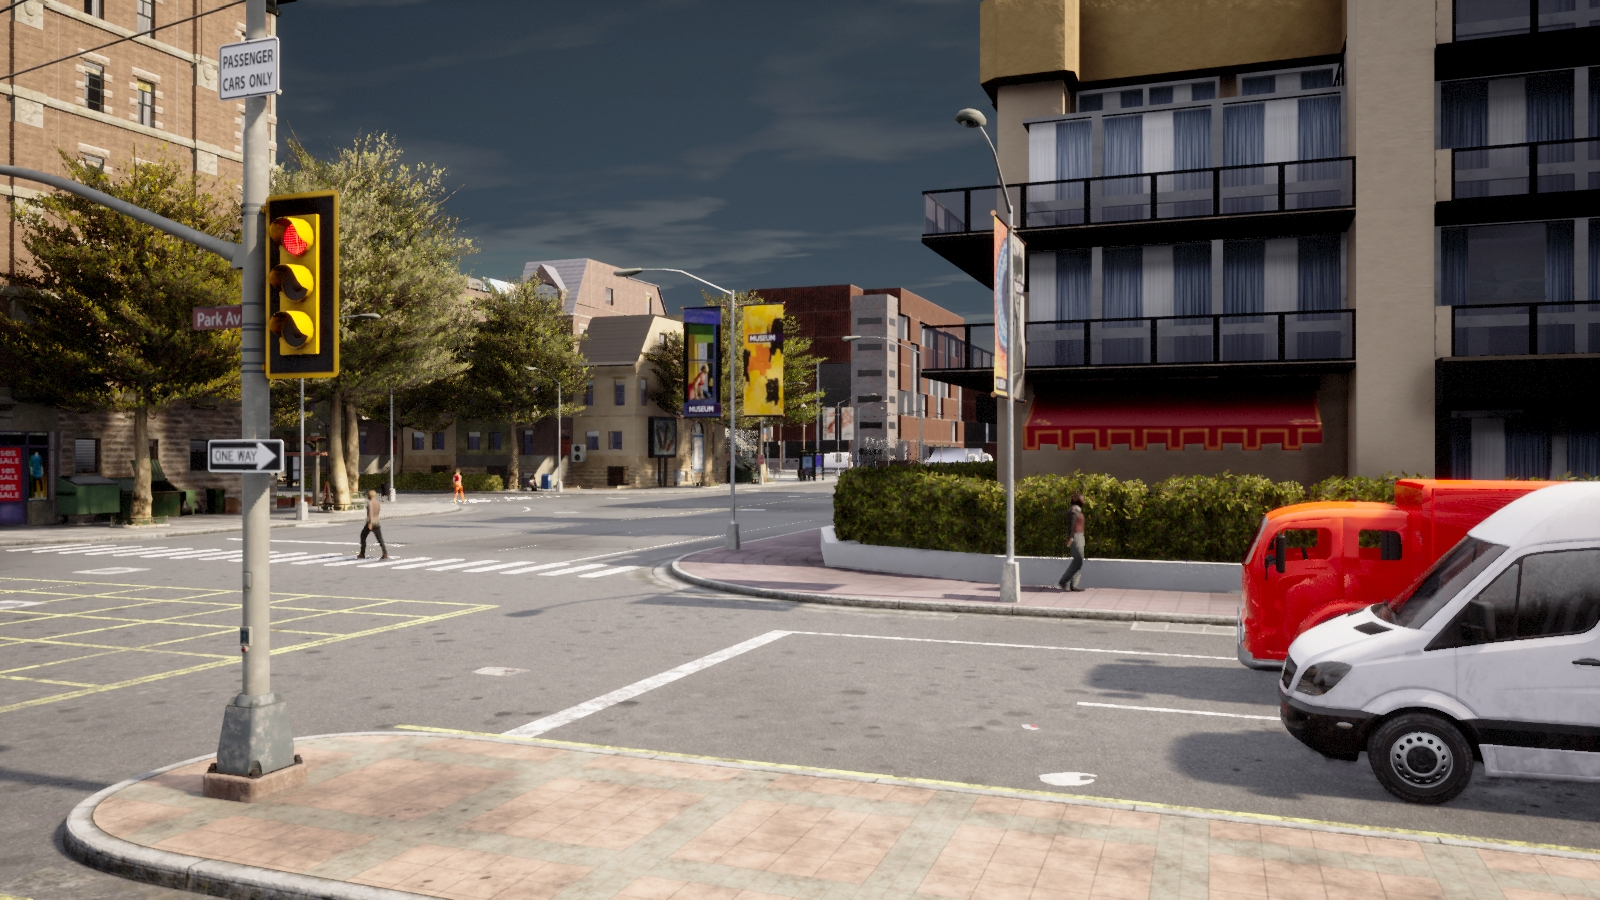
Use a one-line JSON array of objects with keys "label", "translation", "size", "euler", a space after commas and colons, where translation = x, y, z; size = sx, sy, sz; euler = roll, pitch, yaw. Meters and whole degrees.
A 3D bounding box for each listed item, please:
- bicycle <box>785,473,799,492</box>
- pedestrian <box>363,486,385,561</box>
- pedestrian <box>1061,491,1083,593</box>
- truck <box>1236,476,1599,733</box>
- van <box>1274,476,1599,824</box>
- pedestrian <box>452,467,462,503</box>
[{"label": "bicycle", "translation": [-0.541, 2.206, 77.497], "size": [0.373, 1.196, 1.643], "euler": [0, 0, 20]}, {"label": "pedestrian", "translation": [-10.768, 1.849, 28.874], "size": [0.375, 1.860, 0.375], "euler": [0, 0, 24]}, {"label": "pedestrian", "translation": [5.046, 1.696, 21.212], "size": [0.375, 1.860, 0.375], "euler": [0, 0, 18]}, {"label": "truck", "translation": [7.678, 1.568, 12.781], "size": [5.204, 2.467, 2.627], "euler": [0, 0, 20]}, {"label": "van", "translation": [7.076, 1.534, 9.260], "size": [5.915, 2.561, 1.988], "euler": [0, 0, 21]}, {"label": "pedestrian", "translation": [-17.948, 1.849, 59.792], "size": [0.375, 1.860, 0.375], "euler": [0, 0, 17]}]
